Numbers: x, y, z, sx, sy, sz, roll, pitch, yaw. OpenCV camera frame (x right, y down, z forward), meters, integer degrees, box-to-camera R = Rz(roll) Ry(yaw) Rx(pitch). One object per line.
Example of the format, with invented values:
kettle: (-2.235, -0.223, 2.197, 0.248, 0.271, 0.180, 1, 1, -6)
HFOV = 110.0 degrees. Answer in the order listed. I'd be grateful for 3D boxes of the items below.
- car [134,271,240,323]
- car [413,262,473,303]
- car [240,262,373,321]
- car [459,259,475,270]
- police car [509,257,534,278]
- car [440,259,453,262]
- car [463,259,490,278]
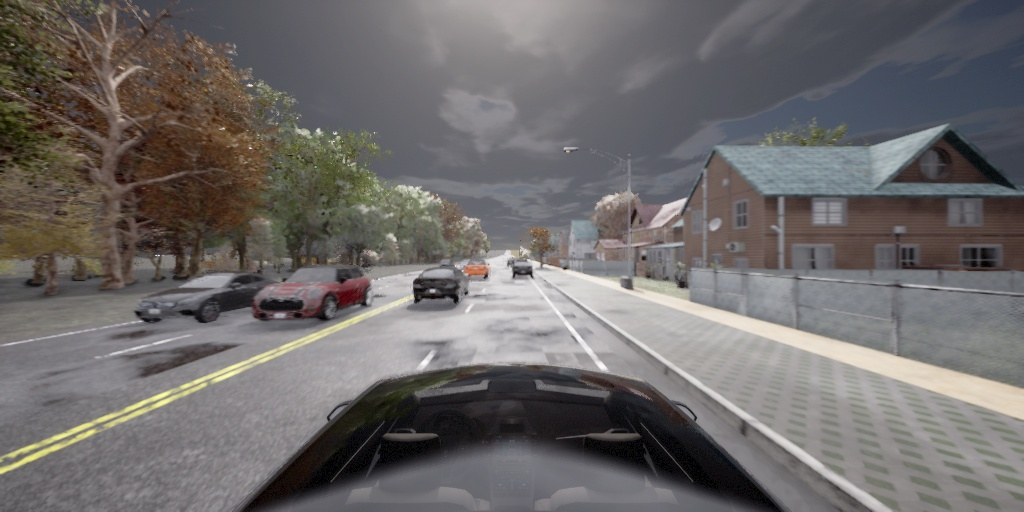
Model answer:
car: (-9.852, 1.274, 12.209, 1.812, 1.442, 4.674, 0, 0, 0)
car: (-3.155, 1.225, 16.731, 1.882, 1.535, 5.008, 0, 0, 0)
car: (-6.601, 1.101, 12.440, 2.097, 1.767, 4.553, 0, 0, 0)
car: (-6.568, 1.250, 52.614, 1.812, 1.442, 4.674, 0, 0, 0)
police car: (0.965, 1.166, 33.692, 1.930, 1.638, 5.238, 0, 0, 0)
car: (-9.806, 1.226, 53.513, 1.837, 1.490, 4.892, 0, 0, 1)
car: (-3.160, 1.092, 33.235, 2.097, 1.767, 4.553, 0, 0, 0)
